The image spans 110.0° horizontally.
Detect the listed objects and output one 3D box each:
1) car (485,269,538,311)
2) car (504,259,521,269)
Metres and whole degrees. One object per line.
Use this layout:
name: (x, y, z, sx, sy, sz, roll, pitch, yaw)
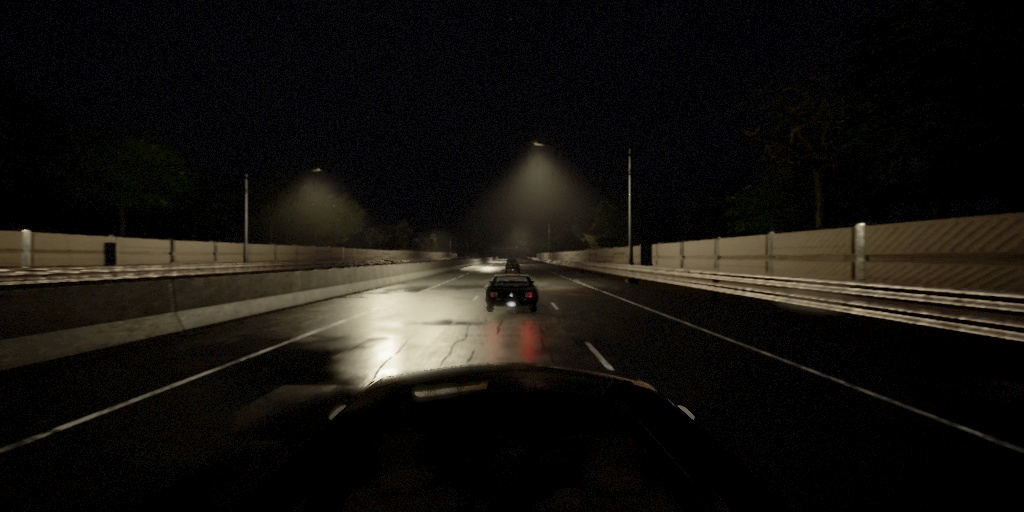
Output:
car: (-0.011, 1.392, 14.674, 1.895, 1.301, 4.718, 0, 0, 0)
car: (0.072, 1.374, 44.264, 1.837, 1.490, 4.892, 0, 0, 0)
